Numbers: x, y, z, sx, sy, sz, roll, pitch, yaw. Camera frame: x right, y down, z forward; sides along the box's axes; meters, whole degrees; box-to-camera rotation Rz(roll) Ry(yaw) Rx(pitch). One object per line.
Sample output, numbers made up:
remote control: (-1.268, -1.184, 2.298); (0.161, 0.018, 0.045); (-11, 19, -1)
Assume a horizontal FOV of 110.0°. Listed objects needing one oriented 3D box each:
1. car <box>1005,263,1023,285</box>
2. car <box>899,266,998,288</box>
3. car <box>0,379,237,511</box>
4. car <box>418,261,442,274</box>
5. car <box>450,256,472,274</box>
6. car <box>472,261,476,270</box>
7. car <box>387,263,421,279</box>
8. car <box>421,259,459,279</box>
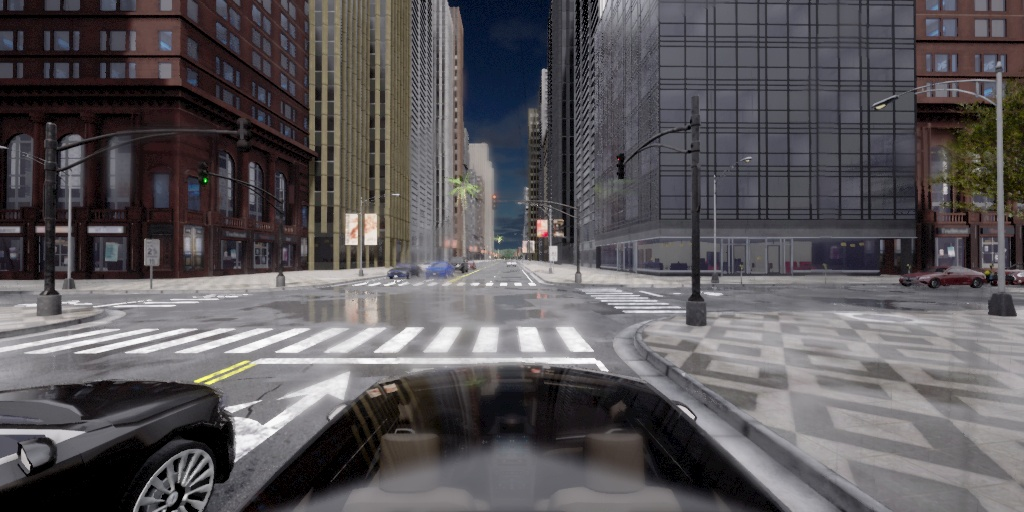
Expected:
car: (32.068, 1.116, 22.125); (4.097, 1.591, 1.967); (0, 0, -1)
car: (26.430, 1.274, 22.027); (4.207, 1.307, 1.802); (0, 0, -1)
car: (-3.138, 1.241, 0.933); (2.128, 1.511, 4.902); (0, 0, -1)
car: (-9.923, 1.371, 43.728); (1.812, 1.442, 4.674); (0, 0, 0)
car: (-6.671, 1.068, 44.034); (2.150, 2.045, 5.566); (0, 0, 0)
car: (-6.671, 1.418, 55.668); (1.812, 1.442, 4.674); (0, 0, 0)
car: (-9.871, 1.361, 33.542); (2.033, 1.411, 5.357); (0, 0, 3)
car: (-6.651, 1.291, 33.573); (1.882, 1.535, 5.008); (0, 0, 2)
